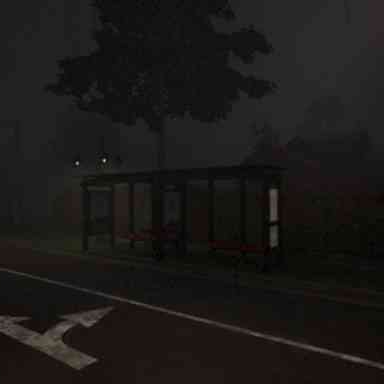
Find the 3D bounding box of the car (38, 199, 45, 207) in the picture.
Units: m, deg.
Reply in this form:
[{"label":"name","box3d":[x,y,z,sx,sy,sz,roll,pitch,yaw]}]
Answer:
[{"label":"car","box3d":[-26.024,1.709,54.890,3.806,1.475,1.970,-1,0,36]}]
